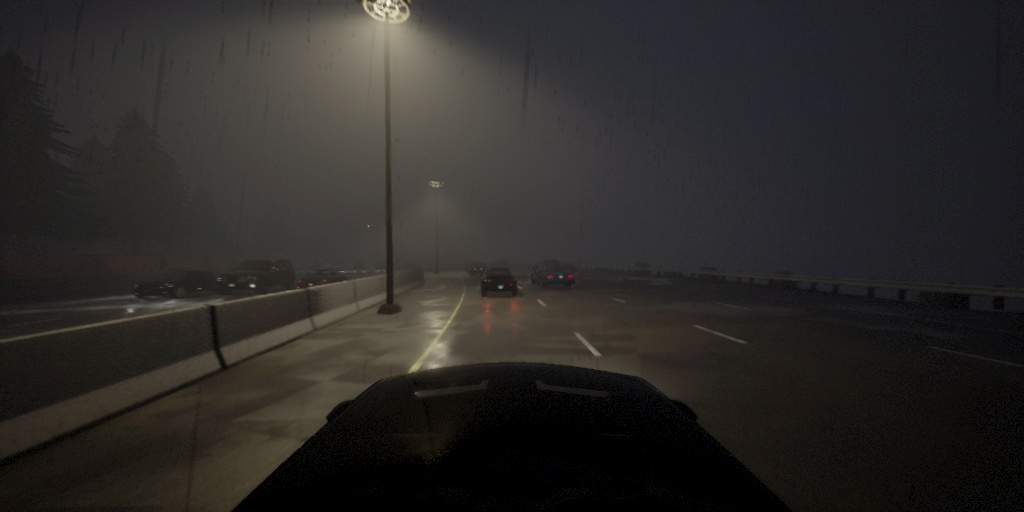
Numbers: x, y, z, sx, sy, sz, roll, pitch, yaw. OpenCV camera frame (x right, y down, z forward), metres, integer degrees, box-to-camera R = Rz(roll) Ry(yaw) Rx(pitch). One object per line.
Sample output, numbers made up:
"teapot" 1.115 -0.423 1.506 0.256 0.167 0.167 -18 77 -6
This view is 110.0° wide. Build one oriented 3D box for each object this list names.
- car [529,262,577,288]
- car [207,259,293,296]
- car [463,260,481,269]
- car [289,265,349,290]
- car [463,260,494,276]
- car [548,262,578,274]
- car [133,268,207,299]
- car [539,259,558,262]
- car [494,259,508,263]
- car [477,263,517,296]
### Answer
"car" 2.533 1.308 24.002 2.033 1.411 5.357 -1 0 -9
"car" -15.419 1.208 22.005 2.150 2.045 5.566 -1 0 -7
"car" -6.959 1.433 61.387 1.882 1.535 5.008 0 0 -21
"car" -12.047 1.511 22.992 1.994 1.385 4.181 -1 0 -8
"car" -3.859 1.421 39.792 2.033 1.411 5.357 -1 0 -15
"car" 6.018 1.353 43.210 1.895 1.301 4.718 -1 0 -14
"car" -18.776 1.507 20.563 1.882 1.535 5.008 -1 0 -7
"car" 3.579 1.123 36.987 2.097 1.767 4.553 -1 0 -12
"car" -2.140 1.238 58.064 2.097 1.767 4.553 -1 0 -19
"car" -0.817 1.321 19.767 1.812 1.442 4.674 0 0 -6
